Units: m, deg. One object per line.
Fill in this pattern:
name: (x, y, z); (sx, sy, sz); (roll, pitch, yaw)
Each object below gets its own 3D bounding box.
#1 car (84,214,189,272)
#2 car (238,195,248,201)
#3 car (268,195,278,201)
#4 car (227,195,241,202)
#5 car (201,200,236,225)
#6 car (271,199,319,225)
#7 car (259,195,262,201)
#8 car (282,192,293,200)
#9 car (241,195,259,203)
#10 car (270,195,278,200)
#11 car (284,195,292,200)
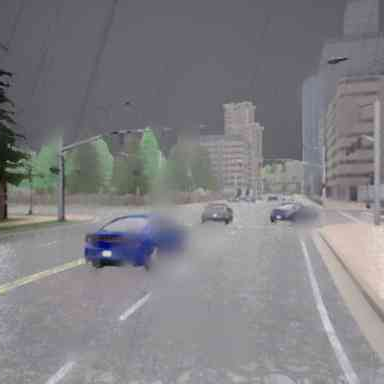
car: (-1.533, 1.465, 11.005); (1.882, 1.535, 5.008); (0, 0, 16)
car: (12.714, 1.422, 82.264); (1.812, 1.442, 4.674); (0, 0, 17)
car: (19.308, 1.378, 79.880); (1.882, 1.535, 5.008); (0, 0, 17)
car: (8.263, 1.429, 67.403); (2.128, 1.511, 4.902); (0, 0, 17)
car: (1.885, 1.535, 24.291); (1.994, 1.385, 4.181); (0, 0, 10)
car: (7.304, 1.497, 23.748); (1.812, 1.442, 4.674); (-1, 0, 42)
car: (16.068, 1.424, 81.260); (2.128, 1.511, 4.902); (0, 0, 17)
car: (22.571, 1.126, 78.574); (2.150, 2.045, 5.566); (0, 0, 17)
car: (11.616, 1.430, 66.400); (2.128, 1.511, 4.902); (0, 0, 17)
car: (22.002, 1.486, 88.886); (1.895, 1.301, 4.718); (0, 0, 17)
car: (25.347, 1.416, 87.854); (1.812, 1.442, 4.674); (0, 0, 17)
